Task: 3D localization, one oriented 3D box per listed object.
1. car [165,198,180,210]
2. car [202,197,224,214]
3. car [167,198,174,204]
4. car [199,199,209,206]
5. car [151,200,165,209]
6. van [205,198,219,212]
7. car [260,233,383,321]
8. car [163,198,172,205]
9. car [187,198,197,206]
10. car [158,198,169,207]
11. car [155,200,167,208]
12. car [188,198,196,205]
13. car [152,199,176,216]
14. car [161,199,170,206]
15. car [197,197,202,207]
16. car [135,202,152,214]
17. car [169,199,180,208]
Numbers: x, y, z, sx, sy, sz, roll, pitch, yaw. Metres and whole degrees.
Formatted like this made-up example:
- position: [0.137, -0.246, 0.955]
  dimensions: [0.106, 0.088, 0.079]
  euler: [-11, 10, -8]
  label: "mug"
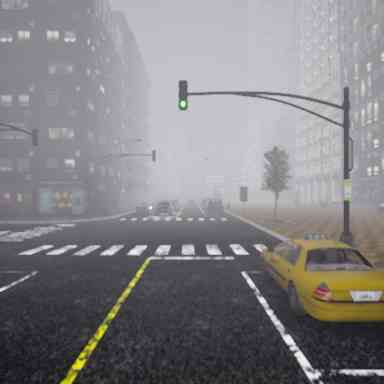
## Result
- position: [-3.134, 1.933, 48.268]
  dimensions: [2.128, 1.511, 4.902]
  euler: [0, -1, 0]
  label: "car"
- position: [2.655, 1.674, 39.682]
  dimensions: [2.192, 1.841, 5.009]
  euler: [0, -1, 0]
  label: "car"
- position: [-5.764, 2.391, 89.240]
  dimensions: [1.752, 1.417, 4.829]
  euler: [0, -1, 0]
  label: "car"
- position: [2.629, 2.237, 72.838]
  dimensions: [1.887, 1.381, 4.507]
  euler: [0, -1, 0]
  label: "car"
- position: [-5.738, 2.073, 56.252]
  dimensions: [2.008, 1.369, 4.403]
  euler: [0, -1, 0]
  label: "car"
- position: [2.650, 1.753, 45.207]
  dimensions: [1.690, 1.788, 3.998]
  euler: [0, -1, 0]
  label: "van"
- position: [2.681, 1.591, 7.438]
  dimensions: [1.752, 1.417, 4.829]
  euler: [0, -1, 0]
  label: "car"
- position: [-5.756, 2.191, 78.358]
  dimensions: [1.967, 1.590, 4.097]
  euler: [0, -1, 0]
  label: "car"
- position: [-0.054, 2.215, 68.868]
  dimensions: [1.994, 1.385, 4.181]
  euler: [0, -1, 0]
  label: "car"
- position: [-5.747, 2.076, 67.306]
  dimensions: [1.967, 1.590, 4.097]
  euler: [0, -1, 0]
  label: "car"
- position: [-5.742, 2.123, 61.777]
  dimensions: [1.887, 1.381, 4.507]
  euler: [0, -1, 0]
  label: "car"
- position: [-0.062, 2.147, 78.871]
  dimensions: [1.882, 1.535, 5.008]
  euler: [0, -1, 0]
  label: "car"
- position: [-3.129, 1.847, 37.868]
  dimensions: [1.837, 1.490, 4.892]
  euler: [0, -1, 0]
  label: "car"
- position: [-5.751, 2.275, 72.831]
  dimensions: [1.802, 1.307, 4.206]
  euler: [0, -1, 0]
  label: "car"
- position: [2.637, 1.893, 61.786]
  dimensions: [2.192, 1.841, 5.009]
  euler: [0, -1, 0]
  label: "car"
- position: [-5.724, 1.910, 39.673]
  dimensions: [2.008, 1.369, 4.403]
  euler: [0, -1, 0]
  label: "car"
- position: [-3.119, 2.066, 60.023]
  dimensions: [1.837, 1.490, 4.892]
  euler: [0, -1, 0]
  label: "car"
